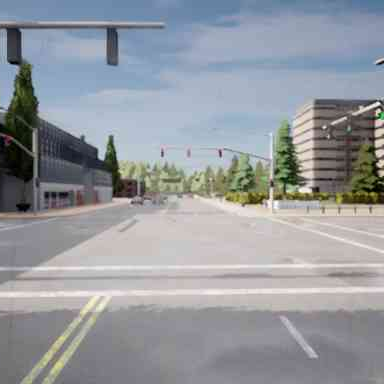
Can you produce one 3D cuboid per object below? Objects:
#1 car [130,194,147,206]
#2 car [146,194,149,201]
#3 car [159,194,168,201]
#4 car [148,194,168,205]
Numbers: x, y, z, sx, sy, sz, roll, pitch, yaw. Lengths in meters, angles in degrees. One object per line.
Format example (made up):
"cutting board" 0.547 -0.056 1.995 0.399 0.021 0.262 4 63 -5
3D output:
"car" -9.174 1.506 56.017 1.812 1.442 4.674 0 0 -2
"car" -9.680 1.242 72.108 1.882 1.535 5.008 0 0 -2
"car" -6.194 1.214 72.561 1.882 1.535 5.008 0 0 -2
"car" -5.695 1.472 56.659 2.128 1.511 4.902 0 0 -2
